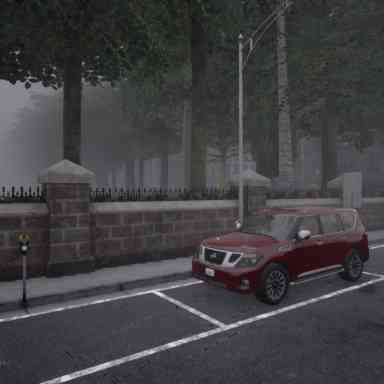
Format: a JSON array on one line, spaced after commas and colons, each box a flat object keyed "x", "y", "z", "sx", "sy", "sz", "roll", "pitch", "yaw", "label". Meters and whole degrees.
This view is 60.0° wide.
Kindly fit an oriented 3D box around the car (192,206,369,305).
[{"x": 2.411, "y": 1.314, "z": 8.251, "sx": 5.009, "sy": 1.841, "sz": 2.192, "roll": 0, "pitch": 0, "yaw": -35, "label": "car"}]
